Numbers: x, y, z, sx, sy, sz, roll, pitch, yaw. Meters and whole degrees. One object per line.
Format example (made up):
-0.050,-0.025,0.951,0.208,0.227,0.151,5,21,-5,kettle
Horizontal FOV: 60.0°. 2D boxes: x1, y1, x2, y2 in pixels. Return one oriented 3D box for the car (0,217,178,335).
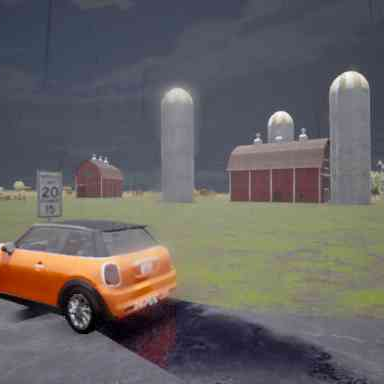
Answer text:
-2.597,1.354,6.910,4.553,1.767,2.097,0,0,31,car
